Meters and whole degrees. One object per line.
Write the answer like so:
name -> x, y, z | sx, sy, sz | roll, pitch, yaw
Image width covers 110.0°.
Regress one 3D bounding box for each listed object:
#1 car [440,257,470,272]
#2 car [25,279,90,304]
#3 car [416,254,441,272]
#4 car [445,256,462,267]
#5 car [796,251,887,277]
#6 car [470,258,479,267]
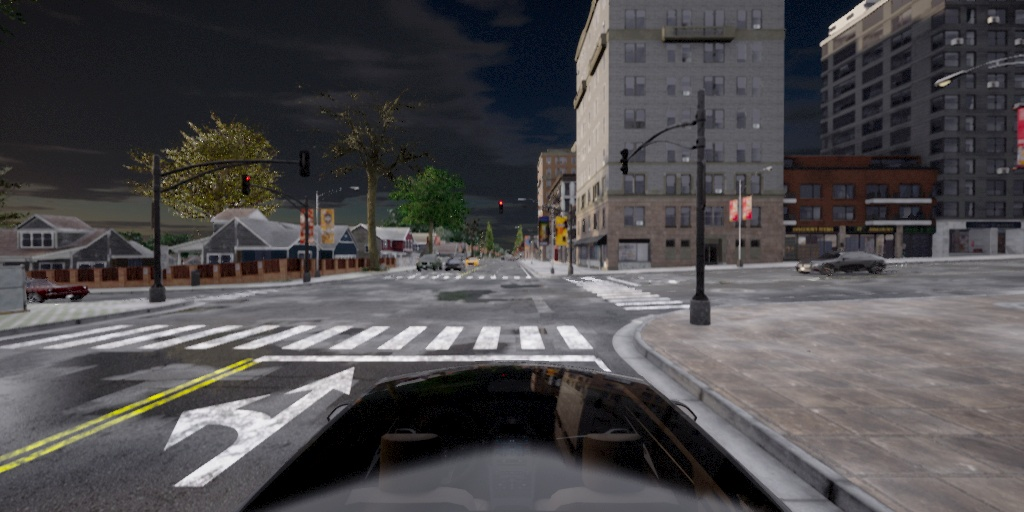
car -> -6.639, 1.131, 42.401 | 2.033, 1.411, 5.357 | 0, 0, 0
car -> -25.103, 1.844, 18.568 | 4.718, 1.301, 1.895 | -2, 0, 0
car -> -9.881, 0.798, 43.257 | 2.150, 2.045, 5.566 | 0, 1, 1
car -> -9.874, 0.894, 60.953 | 2.097, 1.767, 4.553 | 0, 0, 0
car -> 20.088, 0.424, 21.922 | 4.674, 1.442, 1.812 | -2, 0, 0
car -> -6.629, 1.021, 60.087 | 1.882, 1.535, 5.008 | 0, 0, 0
